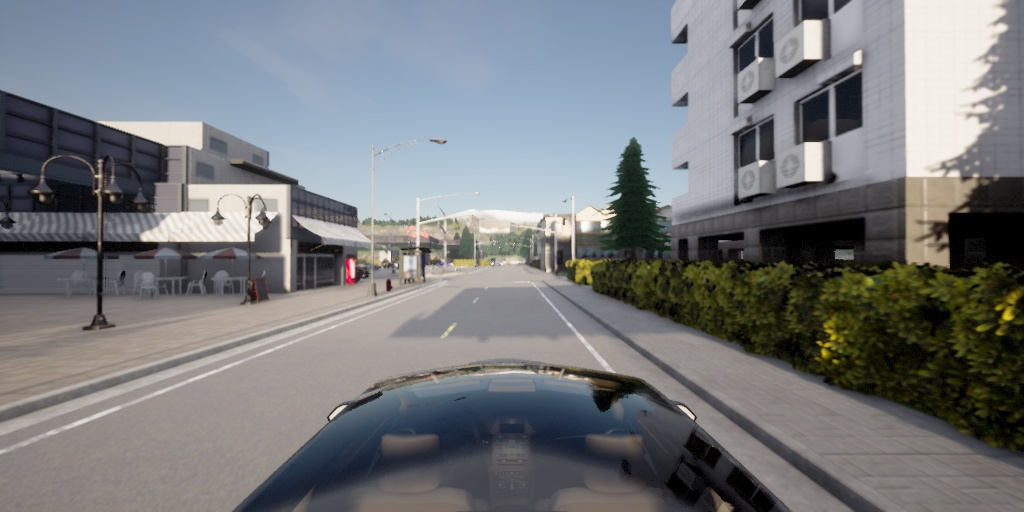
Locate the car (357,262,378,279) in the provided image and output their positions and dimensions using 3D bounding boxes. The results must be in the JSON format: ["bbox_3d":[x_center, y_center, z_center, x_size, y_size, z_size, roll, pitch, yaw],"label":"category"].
[{"bbox_3d":[-18.092,1.357,38.996,5.566,2.045,2.150,0,-1,0],"label":"car"}]
